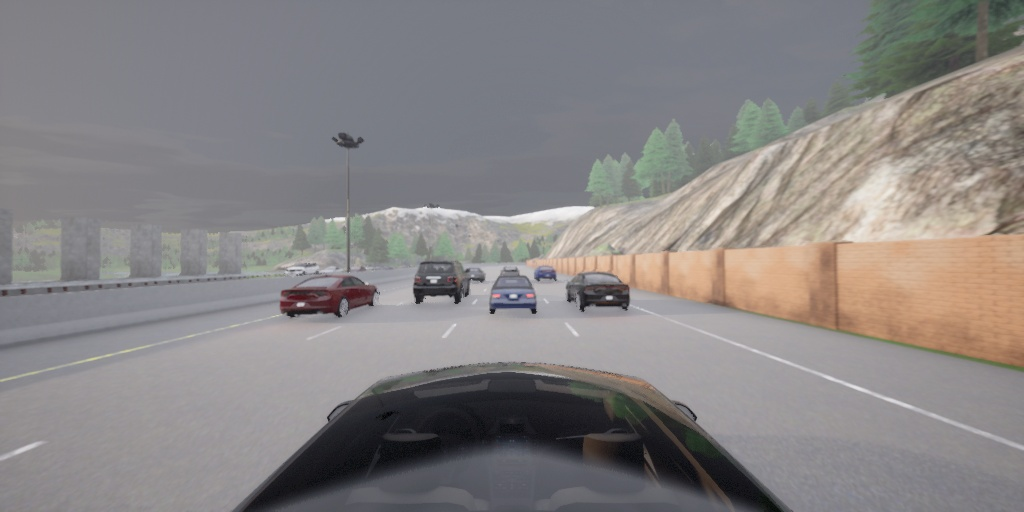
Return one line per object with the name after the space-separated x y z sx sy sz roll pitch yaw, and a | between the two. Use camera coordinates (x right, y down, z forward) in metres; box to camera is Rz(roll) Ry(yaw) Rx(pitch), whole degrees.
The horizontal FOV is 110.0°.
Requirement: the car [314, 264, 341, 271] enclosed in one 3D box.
-25.245 2.211 50.274 1.812 1.442 4.674 0 -1 -1 | car

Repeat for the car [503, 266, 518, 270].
-0.162 1.735 34.711 2.128 1.511 4.902 0 -1 -1 | car

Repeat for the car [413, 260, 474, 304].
-3.479 1.252 18.572 2.150 2.045 5.566 0 -1 0 | car

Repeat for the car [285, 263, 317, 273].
-28.710 1.924 49.419 2.150 2.045 5.566 0 -1 -1 | car

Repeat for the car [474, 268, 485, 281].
-3.679 1.846 35.364 1.994 1.385 4.181 0 -1 -1 | car

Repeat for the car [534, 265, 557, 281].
3.303 1.715 36.289 1.882 1.535 5.008 0 -1 -1 | car

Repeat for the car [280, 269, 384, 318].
-6.960 1.473 14.266 1.882 1.535 5.008 0 -1 0 | car

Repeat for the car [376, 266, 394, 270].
-18.275 2.135 51.278 2.128 1.511 4.902 0 -1 -1 | car

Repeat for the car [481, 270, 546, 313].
0.038 1.496 15.061 2.033 1.411 5.357 0 -1 0 | car

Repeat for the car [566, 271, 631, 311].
3.534 1.404 15.522 1.882 1.535 5.008 0 -1 0 | car

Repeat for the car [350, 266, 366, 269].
-21.747 2.183 50.354 1.812 1.442 4.674 0 -1 -1 | car
